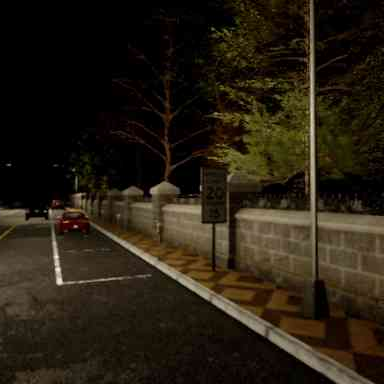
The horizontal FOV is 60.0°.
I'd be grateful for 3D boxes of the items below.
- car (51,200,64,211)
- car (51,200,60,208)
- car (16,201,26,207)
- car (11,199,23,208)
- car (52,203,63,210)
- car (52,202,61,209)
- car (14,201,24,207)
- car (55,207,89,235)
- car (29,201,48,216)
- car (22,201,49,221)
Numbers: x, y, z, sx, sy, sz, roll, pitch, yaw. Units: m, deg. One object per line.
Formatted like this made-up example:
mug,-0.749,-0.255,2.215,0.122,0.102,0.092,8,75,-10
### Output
car,-23.047,2.316,57.105,2.192,1.841,5.009,1,-1,-23
car,-31.804,2.780,77.402,1.967,1.590,4.097,1,-1,-23
car,-43.418,2.983,84.430,2.008,1.369,4.403,1,-1,-23
car,-39.039,2.581,74.284,2.192,1.841,5.009,1,-1,-23
car,-25.236,2.669,62.176,1.802,1.307,4.206,1,-1,-23
car,-27.493,2.700,67.408,1.752,1.417,4.829,1,-1,-23
car,-41.229,2.915,79.355,1.947,1.339,4.313,1,-1,-23
car,-7.723,1.938,21.579,1.887,1.381,4.507,1,-1,-23
car,-20.020,2.118,43.615,2.097,1.767,4.553,1,-1,-23
car,-16.080,1.965,34.622,2.097,1.767,4.553,1,-1,-23
